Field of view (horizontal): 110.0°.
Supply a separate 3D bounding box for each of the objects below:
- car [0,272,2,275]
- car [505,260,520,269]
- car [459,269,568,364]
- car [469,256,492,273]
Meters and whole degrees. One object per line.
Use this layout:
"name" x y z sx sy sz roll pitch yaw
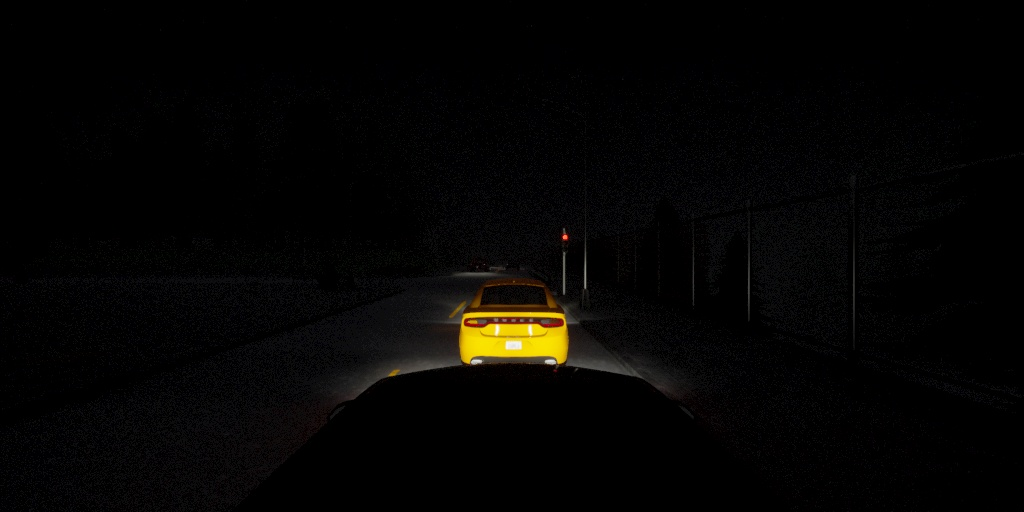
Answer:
"car" -48.083 1.297 31.190 5.357 1.411 2.033 0 0 1
"car" 0.090 1.275 51.450 1.812 1.442 4.674 0 0 0
"car" 0.047 1.228 8.009 1.882 1.535 5.008 0 0 0
"car" -4.096 0.971 45.006 2.150 2.045 5.566 0 0 0
